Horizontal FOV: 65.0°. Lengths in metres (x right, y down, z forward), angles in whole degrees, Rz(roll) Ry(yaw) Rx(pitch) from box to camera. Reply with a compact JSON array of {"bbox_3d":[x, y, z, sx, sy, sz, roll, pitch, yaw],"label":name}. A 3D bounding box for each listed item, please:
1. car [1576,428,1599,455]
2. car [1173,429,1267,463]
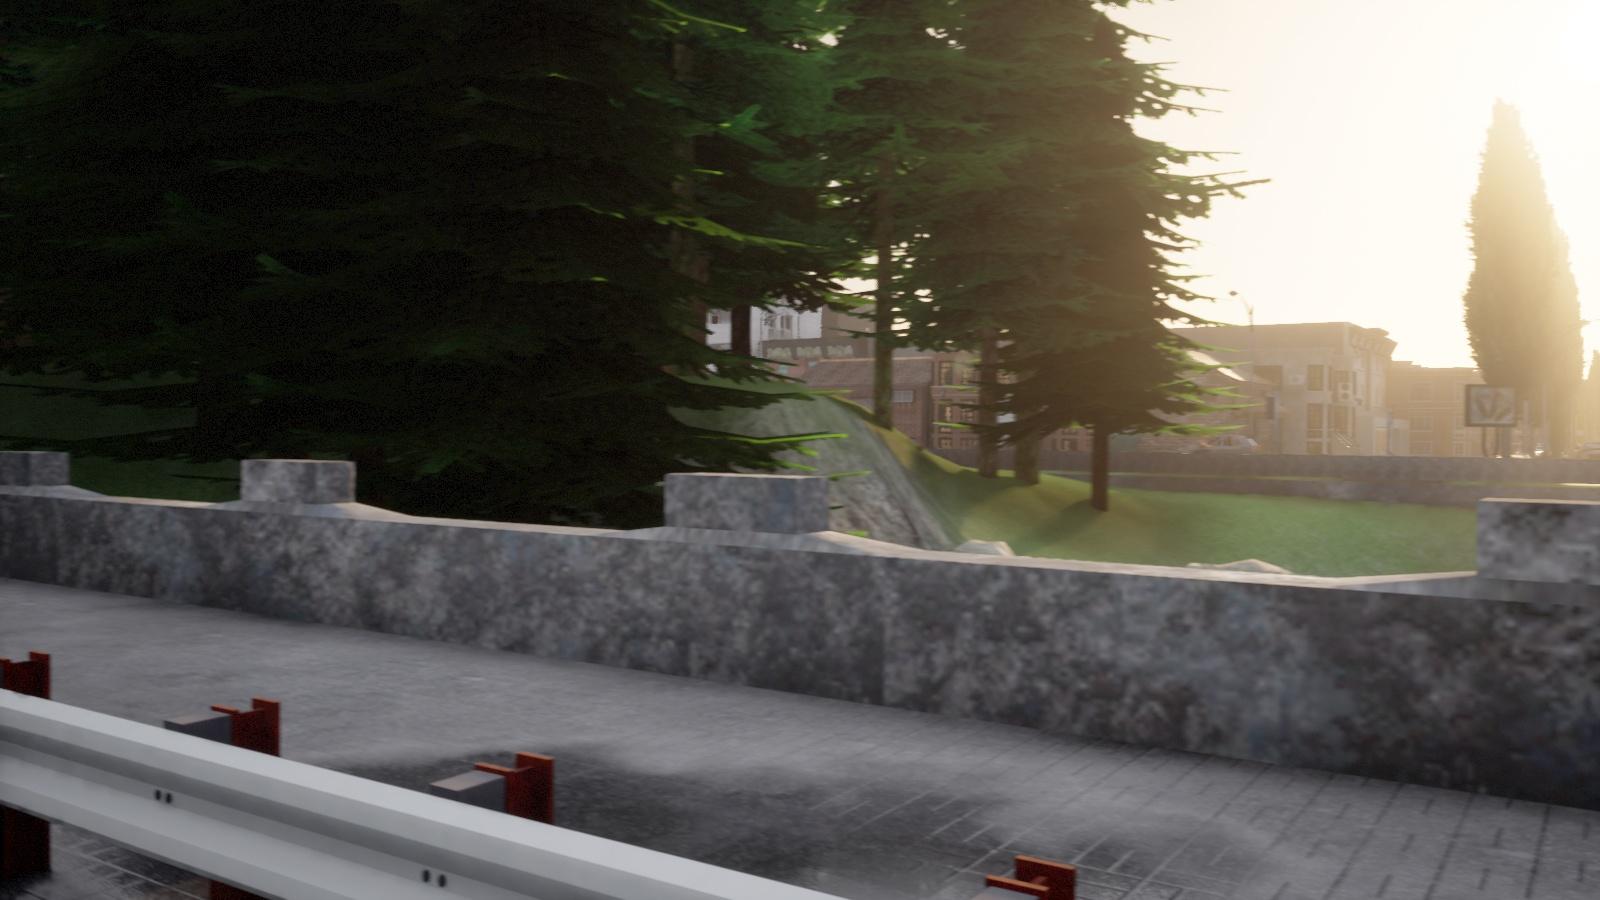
[{"bbox_3d":[42.103,-0.488,66.131,1.994,1.385,4.181,0,1,33],"label":"car"},{"bbox_3d":[18.728,-0.188,56.048,3.633,1.501,1.845,0,1,34],"label":"car"}]
